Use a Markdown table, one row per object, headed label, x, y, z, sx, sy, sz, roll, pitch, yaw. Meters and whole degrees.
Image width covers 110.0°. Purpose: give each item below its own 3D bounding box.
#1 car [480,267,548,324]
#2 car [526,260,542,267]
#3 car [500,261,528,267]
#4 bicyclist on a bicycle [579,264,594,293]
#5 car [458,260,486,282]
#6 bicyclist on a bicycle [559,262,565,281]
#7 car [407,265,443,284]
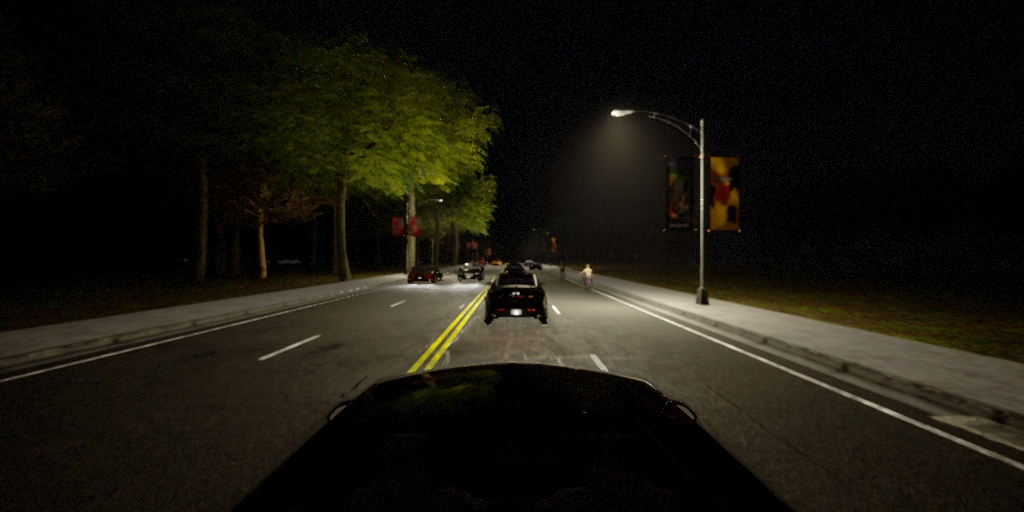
| label | x | y | z | sx | sy | sz | roll | pitch | yaw |
| --- | --- | --- | --- | --- | --- | --- | --- | --- | --- |
| car | 0.129 | 1.283 | 12.146 | 1.837 | 1.490 | 4.892 | 0 | 0 | 0 |
| car | 3.529 | 1.535 | 55.052 | 1.895 | 1.301 | 4.718 | 0 | 0 | 0 |
| car | 0.193 | 1.360 | 30.598 | 1.812 | 1.442 | 4.674 | 0 | 0 | 0 |
| bicyclist on a bicycle | 4.222 | 1.248 | 20.080 | 0.866 | 1.612 | 1.509 | 0 | 0 | 0 |
| car | -3.260 | 1.313 | 29.501 | 2.128 | 1.511 | 4.902 | 0 | 0 | 0 |
| bicyclist on a bicycle | 4.235 | 1.295 | 30.208 | 0.582 | 1.620 | 1.656 | 0 | 0 | 0 |
| car | -6.517 | 1.371 | 27.316 | 1.994 | 1.385 | 4.181 | 0 | 0 | 0 |
